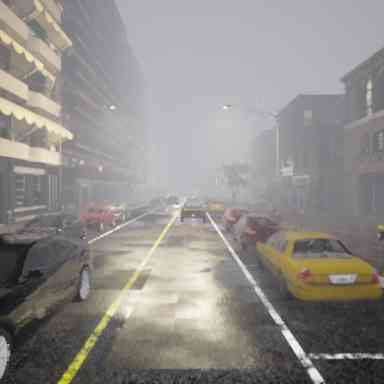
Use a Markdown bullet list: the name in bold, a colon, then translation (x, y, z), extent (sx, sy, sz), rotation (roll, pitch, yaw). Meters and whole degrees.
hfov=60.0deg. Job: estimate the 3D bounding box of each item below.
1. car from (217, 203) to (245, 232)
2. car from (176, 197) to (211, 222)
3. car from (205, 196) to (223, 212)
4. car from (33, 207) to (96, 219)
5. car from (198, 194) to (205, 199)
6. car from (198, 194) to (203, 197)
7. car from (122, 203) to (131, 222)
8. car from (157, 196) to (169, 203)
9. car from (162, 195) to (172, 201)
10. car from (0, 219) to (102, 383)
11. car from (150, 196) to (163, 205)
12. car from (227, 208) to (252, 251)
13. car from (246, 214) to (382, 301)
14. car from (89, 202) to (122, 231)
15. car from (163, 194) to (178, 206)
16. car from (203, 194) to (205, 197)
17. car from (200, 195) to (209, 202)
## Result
- **car**: translation (2.677, 1.528, 19.401), extent (1.802, 1.307, 4.206), rotation (-1, 0, 0)
- **car**: translation (0.096, 1.420, 25.671), extent (2.128, 1.511, 4.902), rotation (0, 0, 0)
- **car**: translation (2.675, 1.426, 36.603), extent (1.752, 1.417, 4.829), rotation (-1, 0, 0)
- **car**: translation (-5.702, 1.527, 13.751), extent (1.947, 1.339, 4.313), rotation (-1, 0, 0)
- **car**: translation (2.669, 1.325, 93.207), extent (1.947, 1.339, 4.313), rotation (-1, 0, 0)
- **car**: translation (0.093, 1.368, 45.966), extent (2.128, 1.511, 4.902), rotation (0, 0, 0)
- **car**: translation (-5.704, 1.481, 25.106), extent (2.008, 1.369, 4.403), rotation (-1, 0, 0)
- **car**: translation (-5.709, 1.394, 64.848), extent (1.947, 1.339, 4.313), rotation (-1, 0, 0)
- **car**: translation (-5.710, 1.351, 76.202), extent (2.008, 1.369, 4.403), rotation (-1, 0, 0)
- **car**: translation (-3.102, 1.462, 5.302), extent (1.882, 1.535, 5.008), rotation (0, 0, 0)
- **car**: translation (-5.707, 1.402, 53.493), extent (1.887, 1.381, 4.507), rotation (-1, 0, 0)
- **car**: translation (2.679, 1.543, 13.724), extent (1.802, 1.307, 4.206), rotation (-1, 0, 0)
- **car**: translation (2.679, 1.502, 8.216), extent (1.752, 1.417, 4.829), rotation (-1, 0, 0)
- **car**: translation (-5.703, 1.491, 19.428), extent (1.887, 1.381, 4.507), rotation (-1, 0, 0)
- **car**: translation (-3.011, 1.340, 52.473), extent (1.882, 1.535, 5.008), rotation (0, 0, 0)
- **car**: translation (2.674, 1.416, 47.788), extent (1.887, 1.381, 4.507), rotation (-1, 0, 0)
- **car**: translation (2.671, 1.396, 70.498), extent (1.802, 1.307, 4.206), rotation (-1, 0, 0)
